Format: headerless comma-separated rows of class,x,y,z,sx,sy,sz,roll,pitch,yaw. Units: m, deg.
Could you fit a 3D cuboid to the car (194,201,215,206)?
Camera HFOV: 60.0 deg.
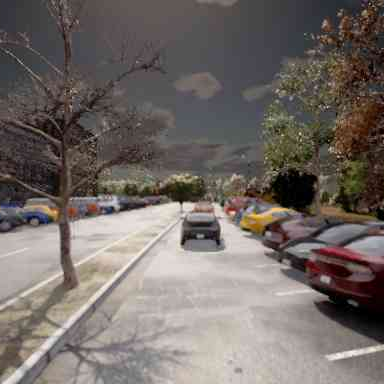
car,1.283,1.718,34.569,2.097,1.767,4.553,0,-1,3

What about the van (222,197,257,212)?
van,6.535,1.736,45.697,4.442,1.987,1.878,1,0,-17

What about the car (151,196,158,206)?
car,-10.227,2.206,68.677,5.008,1.535,2.097,-1,-1,-16

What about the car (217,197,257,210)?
car,7.010,1.775,51.687,5.566,2.045,2.435,1,-1,-17

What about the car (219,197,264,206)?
car,5.833,1.558,30.888,5.566,2.045,2.435,1,-1,-17

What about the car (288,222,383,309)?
car,4.890,1.563,7.170,5.008,1.535,2.097,1,-1,-19

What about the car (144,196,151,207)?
car,-10.748,1.859,59.681,5.566,2.045,2.435,-1,-1,-17

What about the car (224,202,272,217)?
car,6.164,1.901,36.828,4.792,1.488,2.163,1,-1,-17

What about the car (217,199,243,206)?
car,8.079,2.227,70.748,4.892,1.521,2.231,1,-1,-17

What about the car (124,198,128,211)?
car,-11.641,1.951,44.661,5.008,1.535,2.097,-1,-1,-17

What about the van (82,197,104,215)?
van,-12.049,1.628,35.698,4.442,1.987,1.878,-1,-1,-17

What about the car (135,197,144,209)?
car,-11.097,1.795,53.677,5.566,2.045,2.435,-1,-1,-17

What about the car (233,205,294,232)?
car,5.225,1.686,19.015,5.008,1.535,2.097,1,-1,-17

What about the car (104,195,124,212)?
car,-11.839,1.668,41.651,5.566,2.045,2.435,-1,0,-17

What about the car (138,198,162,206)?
car,-9.844,2.275,77.671,5.366,1.575,1.946,-1,0,-17

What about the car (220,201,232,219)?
car,5.470,1.772,27.848,5.366,1.575,1.946,1,0,-17

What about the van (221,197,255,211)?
van,6.702,1.768,48.669,4.442,1.987,1.878,1,0,-17

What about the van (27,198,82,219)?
van,-12.384,1.564,29.683,4.442,1.987,1.878,-1,-1,-17

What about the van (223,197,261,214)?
van,6.367,1.705,42.723,4.442,1.987,1.878,1,0,-17

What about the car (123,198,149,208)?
car,-10.560,2.016,62.670,4.553,1.767,2.185,-1,0,-17

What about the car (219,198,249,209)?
car,7.291,1.962,57.614,4.553,1.767,2.185,1,-1,-17

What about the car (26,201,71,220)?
car,-12.827,1.757,26.573,5.366,1.575,1.946,-1,0,-17

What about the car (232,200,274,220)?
car,5.331,1.590,21.970,4.553,1.767,2.185,1,-1,-17

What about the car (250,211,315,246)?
car,5.062,1.654,13.106,4.792,1.488,2.163,1,-1,-18

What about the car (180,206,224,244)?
car,0.451,1.686,16.856,1.837,1.490,4.892,0,0,2

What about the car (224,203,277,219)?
car,5.943,1.869,33.832,4.792,1.488,2.163,1,0,-17

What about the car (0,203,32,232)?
car,-12.927,1.694,20.608,4.892,1.521,2.231,-1,0,-18

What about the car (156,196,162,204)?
car,-9.880,2.007,74.696,5.566,2.045,2.435,-1,0,-16

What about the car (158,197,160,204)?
car,-10.037,2.275,71.696,4.674,1.452,2.002,-1,-1,-16

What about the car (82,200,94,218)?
car,-12.353,1.853,32.639,4.792,1.488,2.163,-1,0,-17

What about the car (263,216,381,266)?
car,4.926,1.623,10.114,4.792,1.488,2.163,1,0,-18

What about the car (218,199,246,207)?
car,8.063,2.190,67.419,5.366,1.575,1.946,1,-1,-17

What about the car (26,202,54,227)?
car,-12.811,1.726,23.625,5.008,1.535,2.097,-1,-1,-17

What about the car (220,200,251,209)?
car,7.152,2.097,54.643,4.674,1.452,2.002,1,0,-17

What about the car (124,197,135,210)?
car,-11.494,1.731,47.649,5.566,2.045,2.435,-1,0,-17

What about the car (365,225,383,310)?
car,4.889,1.408,4.215,4.553,1.767,2.185,1,0,-19

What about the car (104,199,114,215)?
car,-11.987,1.887,38.661,5.008,1.535,2.097,-1,-1,-17

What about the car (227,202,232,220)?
car,5.491,1.748,24.942,4.892,1.521,2.231,1,-1,-17
